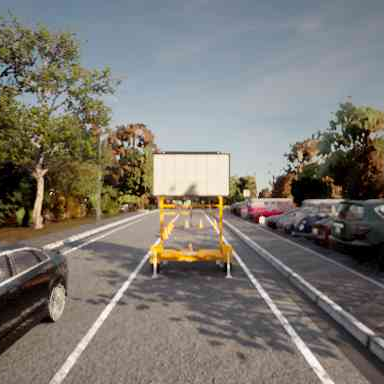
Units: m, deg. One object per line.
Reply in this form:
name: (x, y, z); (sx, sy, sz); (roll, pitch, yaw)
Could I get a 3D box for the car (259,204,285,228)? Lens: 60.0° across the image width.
car: (7.037, 1.711, 21.123); (4.792, 1.488, 2.163); (0, -1, 0)

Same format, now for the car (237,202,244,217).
car: (7.081, 1.918, 32.224); (4.674, 1.452, 2.002); (0, -1, 0)

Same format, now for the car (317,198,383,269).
car: (7.084, 1.249, 10.039); (5.566, 2.045, 2.435); (0, 0, 0)

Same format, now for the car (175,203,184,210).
car: (-3.220, 3.612, 83.913); (2.097, 1.767, 4.553); (0, -3, 0)

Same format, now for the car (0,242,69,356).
car: (-3.252, 1.519, 4.441); (2.128, 1.511, 4.902); (0, 0, 0)

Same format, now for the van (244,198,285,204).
van: (7.193, 1.603, 29.453); (4.442, 1.987, 1.878); (0, -1, 0)

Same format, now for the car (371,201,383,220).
car: (20.127, 1.747, 32.015); (4.553, 1.767, 2.185); (0, -1, 0)

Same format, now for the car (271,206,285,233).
car: (7.067, 1.672, 18.345); (4.674, 1.452, 2.002); (0, -1, 0)

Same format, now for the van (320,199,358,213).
van: (20.291, 1.919, 45.983); (4.442, 1.987, 1.878); (0, -1, 0)

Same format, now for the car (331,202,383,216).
car: (19.982, 2.019, 40.320); (5.366, 1.575, 1.946); (0, -1, 0)

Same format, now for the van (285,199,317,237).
van: (6.945, 1.357, 15.574); (4.442, 1.987, 1.878); (0, -1, 0)

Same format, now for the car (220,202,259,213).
car: (6.911, 2.219, 48.863); (5.366, 1.575, 1.946); (0, -1, 0)

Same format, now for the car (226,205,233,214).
car: (7.056, 1.725, 37.781); (5.566, 2.045, 2.435); (0, -1, 0)

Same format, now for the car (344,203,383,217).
car: (20.158, 1.972, 37.553); (4.892, 1.521, 2.231); (0, -1, 0)

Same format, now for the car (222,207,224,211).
car: (7.099, 2.150, 46.095); (4.892, 1.521, 2.231); (0, -1, 0)

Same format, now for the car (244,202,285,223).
car: (7.078, 1.779, 26.673); (5.008, 1.535, 2.097); (0, -1, 0)

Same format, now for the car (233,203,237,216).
car: (7.111, 1.957, 35.000); (4.792, 1.488, 2.163); (0, -1, 0)

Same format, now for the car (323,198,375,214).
car: (20.198, 1.826, 43.093); (5.566, 2.045, 2.435); (0, -1, 0)

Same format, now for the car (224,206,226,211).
car: (7.097, 2.084, 43.324); (5.008, 1.535, 2.097); (0, -1, 0)

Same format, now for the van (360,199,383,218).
van: (20.278, 1.696, 34.786); (4.442, 1.987, 1.878); (0, -1, 0)

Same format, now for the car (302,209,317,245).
car: (7.088, 1.563, 12.788); (4.792, 1.488, 2.163); (0, -1, 0)

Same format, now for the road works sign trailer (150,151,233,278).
road works sign trailer: (-0.025, 0.542, 10.382); (2.380, 3.560, 2.880); (0, -1, -1)

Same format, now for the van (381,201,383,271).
van: (6.936, 1.270, 7.263); (4.442, 1.987, 1.878); (0, 0, 0)
